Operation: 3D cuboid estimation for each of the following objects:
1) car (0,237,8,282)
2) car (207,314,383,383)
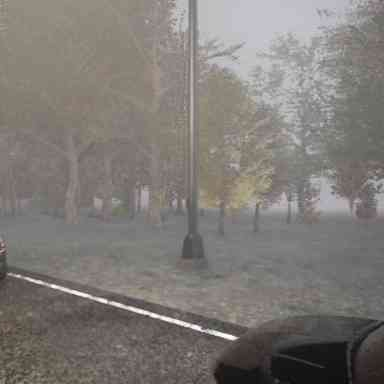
[{"bbox_3d":[-6.601,1.319,8.279,4.553,1.767,2.097,-1,-1,35],"label":"car"},{"bbox_3d":[2.326,1.488,1.884,4.892,1.490,1.837,0,1,36],"label":"car"}]
